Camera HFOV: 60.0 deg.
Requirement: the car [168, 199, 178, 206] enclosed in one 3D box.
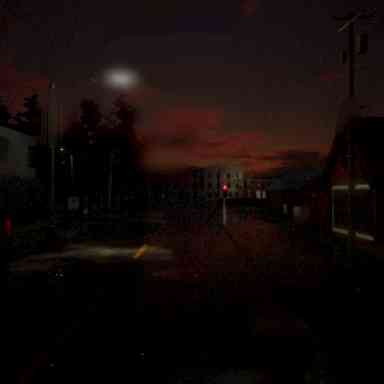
[{"bbox_3d":[-3.974,2.352,70.587,1.882,1.535,5.008,0,-1,0],"label":"car"}]
